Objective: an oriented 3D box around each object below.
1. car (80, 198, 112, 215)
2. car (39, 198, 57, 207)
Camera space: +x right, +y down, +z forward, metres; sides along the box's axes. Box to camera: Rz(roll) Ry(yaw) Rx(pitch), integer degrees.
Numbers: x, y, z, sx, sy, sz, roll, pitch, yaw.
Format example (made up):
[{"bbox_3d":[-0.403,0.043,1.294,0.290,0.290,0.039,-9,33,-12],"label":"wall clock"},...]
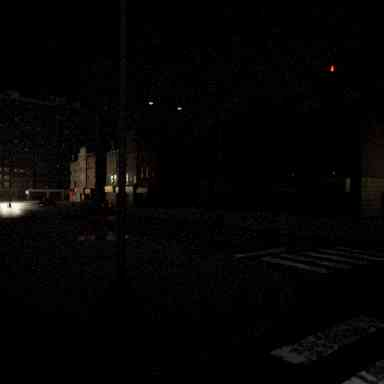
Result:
[{"bbox_3d":[-10.304,1.435,35.446,2.097,1.767,4.553,1,0,-35],"label":"car"},{"bbox_3d":[-23.401,1.681,53.908,2.033,1.411,5.357,1,0,-36],"label":"car"}]
